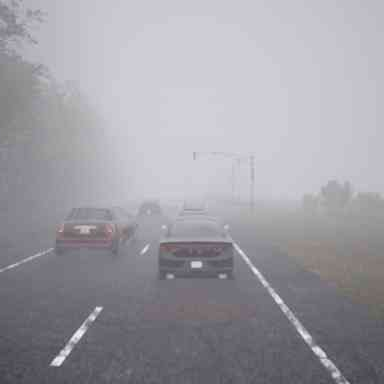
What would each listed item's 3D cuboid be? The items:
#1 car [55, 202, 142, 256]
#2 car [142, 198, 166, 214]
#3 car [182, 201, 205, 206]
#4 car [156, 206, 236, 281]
[{"bbox_3d":[-3.402,1.244,12.700,2.097,1.767,4.553,0,0,0],"label":"car"},{"bbox_3d":[-3.402,1.266,28.472,1.837,1.490,4.892,0,1,0],"label":"car"},{"bbox_3d":[0.108,1.309,21.643,2.128,1.511,4.902,0,0,0],"label":"car"},{"bbox_3d":[0.099,1.396,9.664,1.882,1.535,5.008,0,1,0],"label":"car"}]
